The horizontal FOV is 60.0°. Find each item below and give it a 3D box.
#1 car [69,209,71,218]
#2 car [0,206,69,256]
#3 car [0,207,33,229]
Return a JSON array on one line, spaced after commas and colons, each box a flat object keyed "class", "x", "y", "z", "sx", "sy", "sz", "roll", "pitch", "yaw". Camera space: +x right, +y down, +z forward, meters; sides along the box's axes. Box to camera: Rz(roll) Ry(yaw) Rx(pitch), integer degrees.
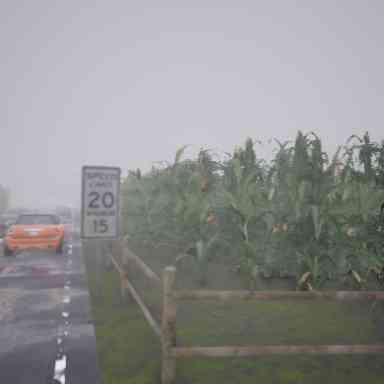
[{"class": "car", "x": -15.811, "y": 2.402, "z": 40.489, "sx": 2.033, "sy": 1.411, "sz": 5.357, "roll": 1, "pitch": -2, "yaw": -19}, {"class": "car", "x": -6.769, "y": 1.646, "z": 14.801, "sx": 2.097, "sy": 1.767, "sz": 4.553, "roll": 1, "pitch": -2, "yaw": -19}, {"class": "car", "x": -13.979, "y": 2.000, "z": 26.473, "sx": 1.837, "sy": 1.490, "sz": 4.892, "roll": 1, "pitch": -2, "yaw": -19}]
